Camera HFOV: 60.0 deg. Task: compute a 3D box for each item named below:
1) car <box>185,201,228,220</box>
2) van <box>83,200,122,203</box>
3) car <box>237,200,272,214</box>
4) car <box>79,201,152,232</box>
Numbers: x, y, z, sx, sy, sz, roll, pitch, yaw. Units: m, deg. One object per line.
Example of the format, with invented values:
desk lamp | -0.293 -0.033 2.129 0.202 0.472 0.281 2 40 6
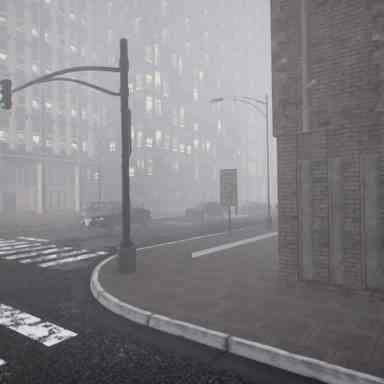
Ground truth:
car | 1.319 1.563 29.206 1.882 1.535 5.008 -1 -1 36
van | -5.985 1.460 23.474 1.690 1.788 3.998 -2 -1 36
car | 7.274 1.707 37.494 1.895 1.301 4.718 -1 -1 36
car | -4.609 1.557 20.959 2.128 1.511 4.902 -1 -1 34
